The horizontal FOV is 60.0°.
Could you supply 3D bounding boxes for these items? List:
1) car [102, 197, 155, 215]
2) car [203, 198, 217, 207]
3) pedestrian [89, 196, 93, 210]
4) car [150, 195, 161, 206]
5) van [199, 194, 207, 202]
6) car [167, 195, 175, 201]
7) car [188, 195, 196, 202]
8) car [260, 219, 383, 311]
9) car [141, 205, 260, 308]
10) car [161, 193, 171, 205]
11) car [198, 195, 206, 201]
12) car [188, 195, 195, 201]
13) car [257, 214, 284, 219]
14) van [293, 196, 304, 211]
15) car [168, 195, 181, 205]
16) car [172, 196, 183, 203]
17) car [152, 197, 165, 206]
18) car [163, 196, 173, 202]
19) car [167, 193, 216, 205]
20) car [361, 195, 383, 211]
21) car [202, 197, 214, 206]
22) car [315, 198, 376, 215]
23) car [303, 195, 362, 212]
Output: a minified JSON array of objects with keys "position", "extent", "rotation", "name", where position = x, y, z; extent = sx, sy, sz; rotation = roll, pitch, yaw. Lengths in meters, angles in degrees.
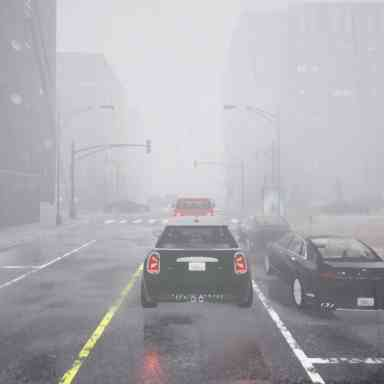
[{"position":[-6.700,1.560,34.164],"extent":[4.892,1.490,1.837],"rotation":[-1,1,-21],"name":"car"},{"position":[2.680,1.585,51.354],"extent":[1.947,1.339,4.313],"rotation":[1,0,0],"name":"car"},{"position":[-12.546,1.347,41.312],"extent":[0.375,1.860,0.375],"rotation":[0,0,0],"name":"pedestrian"},{"position":[-5.696,1.334,51.390],"extent":[2.192,1.841,5.009],"rotation":[1,0,0],"name":"car"},{"position":[2.671,1.373,79.210],"extent":[1.690,1.788,3.998],"rotation":[1,0,0],"name":"van"},{"position":[-5.717,1.603,90.387],"extent":[1.947,1.339,4.313],"rotation":[1,0,0],"name":"car"},{"position":[-0.034,1.557,80.947],"extent":[1.812,1.442,4.674],"rotation":[0,0,0],"name":"car"},{"position":[2.828,1.553,7.591],"extent":[2.008,1.369,4.403],"rotation":[1,0,0],"name":"car"},{"position":[0.097,1.354,8.087],"extent":[2.097,1.767,4.553],"rotation":[0,0,0],"name":"car"},{"position":[-3.142,1.240,51.043],"extent":[2.150,2.045,5.566],"rotation":[0,0,0],"name":"car"},{"position":[2.664,1.582,90.351],"extent":[1.887,1.381,4.507],"rotation":[1,0,0],"name":"car"},{"position":[-0.038,1.537,90.833],"extent":[1.837,1.490,4.892],"rotation":[0,0,0],"name":"car"},{"position":[2.825,1.555,13.161],"extent":[2.008,1.369,4.403],"rotation":[1,0,0],"name":"car"},{"position":[13.748,1.296,38.178],"extent":[3.998,1.788,1.690],"rotation":[0,0,0],"name":"van"},{"position":[-3.093,1.375,60.612],"extent":[2.097,1.767,4.553],"rotation":[0,0,0],"name":"car"},{"position":[-3.029,1.553,70.682],"extent":[2.128,1.511,4.902],"rotation":[0,0,0],"name":"car"},{"position":[-5.702,1.566,56.961],"extent":[1.887,1.381,4.507],"rotation":[1,0,0],"name":"car"},{"position":[-5.712,1.597,79.245],"extent":[1.947,1.339,4.313],"rotation":[1,0,0],"name":"car"},{"position":[0.080,1.228,17.558],"extent":[2.150,2.045,5.566],"rotation":[0,0,0],"name":"car"},{"position":[19.275,1.228,38.141],"extent":[5.009,1.841,2.192],"rotation":[0,0,0],"name":"car"},{"position":[2.677,1.603,56.925],"extent":[1.802,1.307,4.206],"rotation":[1,0,0],"name":"car"},{"position":[13.691,1.413,29.797],"extent":[4.206,1.307,1.802],"rotation":[0,0,0],"name":"car"},{"position":[14.974,1.385,35.577],"extent":[5.008,1.535,1.882],"rotation":[0,-1,2],"name":"car"}]
